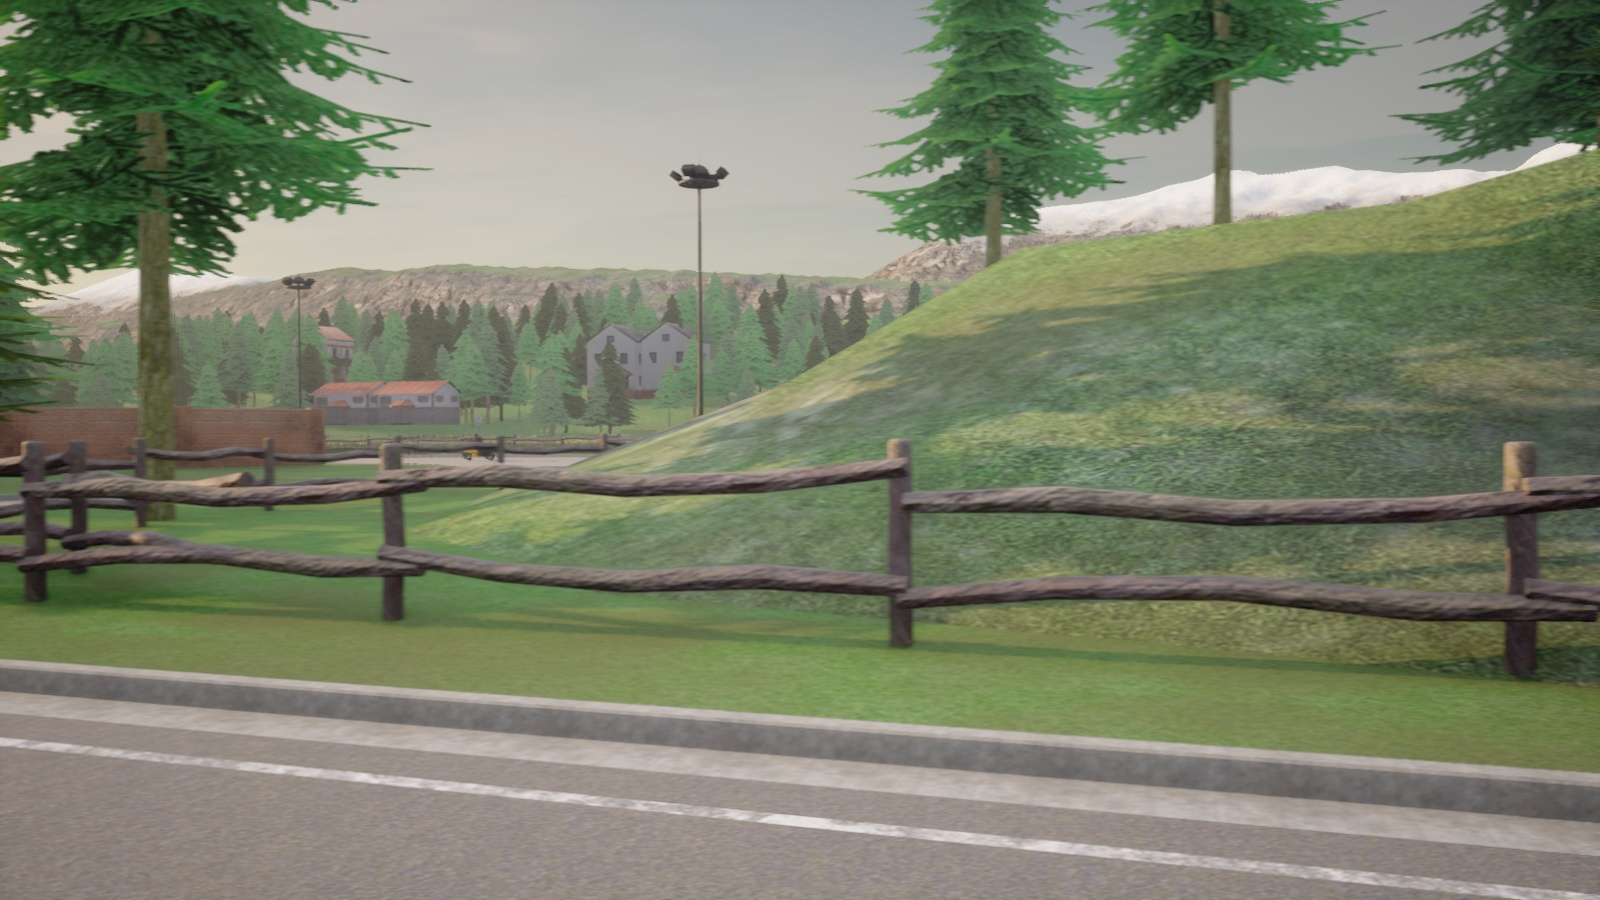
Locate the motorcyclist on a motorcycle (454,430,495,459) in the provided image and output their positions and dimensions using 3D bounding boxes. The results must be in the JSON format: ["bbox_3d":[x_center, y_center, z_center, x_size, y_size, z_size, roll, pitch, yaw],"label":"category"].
[{"bbox_3d":[-17.563,-0.299,67.831,2.044,1.523,0.797,0,1,19],"label":"motorcyclist on a motorcycle"}]
